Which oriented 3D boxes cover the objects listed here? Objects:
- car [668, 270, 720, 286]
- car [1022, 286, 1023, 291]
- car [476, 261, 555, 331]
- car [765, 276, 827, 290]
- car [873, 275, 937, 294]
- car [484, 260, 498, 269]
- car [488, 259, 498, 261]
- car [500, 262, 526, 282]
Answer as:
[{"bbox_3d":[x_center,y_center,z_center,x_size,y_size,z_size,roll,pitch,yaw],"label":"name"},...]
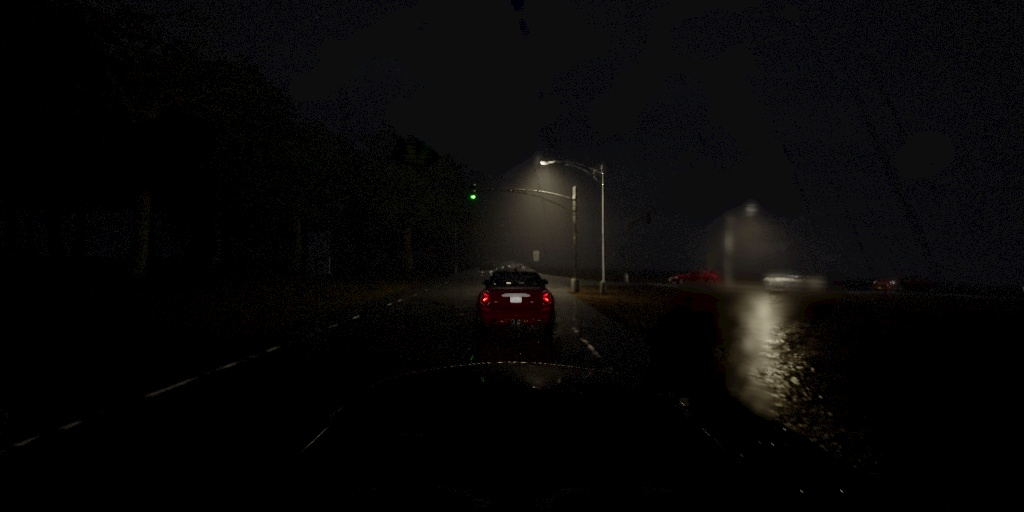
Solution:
[{"bbox_3d":[17.629,2.123,34.845,4.674,1.442,1.812,2,-1,-1],"label":"car"},{"bbox_3d":[53.468,2.954,34.794,5.566,2.045,2.150,2,-1,0],"label":"car"},{"bbox_3d":[0.099,1.165,11.342,2.097,1.767,4.553,0,0,0],"label":"car"},{"bbox_3d":[27.507,2.557,34.866,4.718,1.301,1.895,2,-1,0],"label":"car"},{"bbox_3d":[38.104,2.698,34.867,4.553,1.767,2.097,2,-1,0],"label":"car"},{"bbox_3d":[-3.561,1.448,61.822,2.033,1.411,5.357,0,0,1],"label":"car"},{"bbox_3d":[-3.585,1.446,52.409,1.994,1.385,4.181,0,0,1],"label":"car"},{"bbox_3d":[0.092,1.356,31.244,2.128,1.511,4.902,0,0,0],"label":"car"}]
